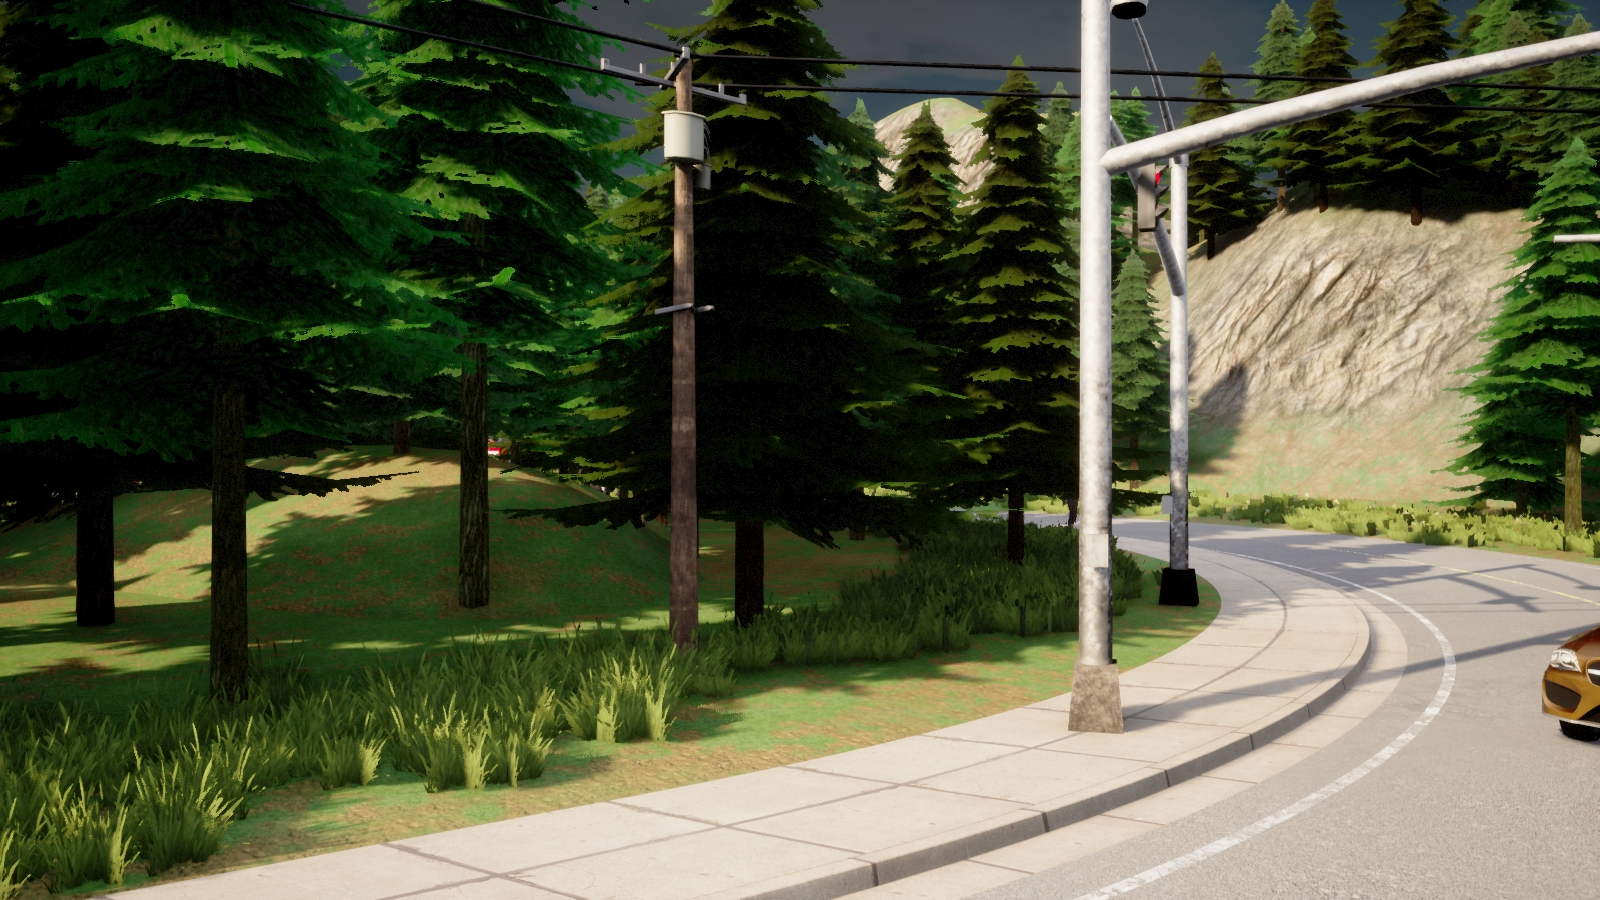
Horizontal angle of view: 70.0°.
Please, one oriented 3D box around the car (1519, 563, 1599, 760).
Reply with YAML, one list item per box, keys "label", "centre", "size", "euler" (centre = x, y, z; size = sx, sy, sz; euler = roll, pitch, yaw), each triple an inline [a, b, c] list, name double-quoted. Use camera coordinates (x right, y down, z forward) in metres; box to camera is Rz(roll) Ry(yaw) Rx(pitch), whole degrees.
- label: "car"
  centre: [9.577, 1.970, 11.147]
  size: [5.027, 1.651, 2.152]
  euler: [0, 0, -29]
